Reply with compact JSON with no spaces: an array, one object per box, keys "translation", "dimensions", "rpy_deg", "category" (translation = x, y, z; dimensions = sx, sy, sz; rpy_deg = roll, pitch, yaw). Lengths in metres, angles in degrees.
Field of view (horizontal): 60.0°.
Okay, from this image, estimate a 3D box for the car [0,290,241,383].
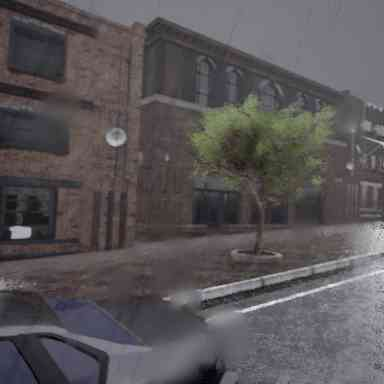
[{"translation":[-2.130,1.548,2.166],"dimensions":[5.357,1.411,2.033],"rpy_deg":[0,0,-35],"category":"car"}]
